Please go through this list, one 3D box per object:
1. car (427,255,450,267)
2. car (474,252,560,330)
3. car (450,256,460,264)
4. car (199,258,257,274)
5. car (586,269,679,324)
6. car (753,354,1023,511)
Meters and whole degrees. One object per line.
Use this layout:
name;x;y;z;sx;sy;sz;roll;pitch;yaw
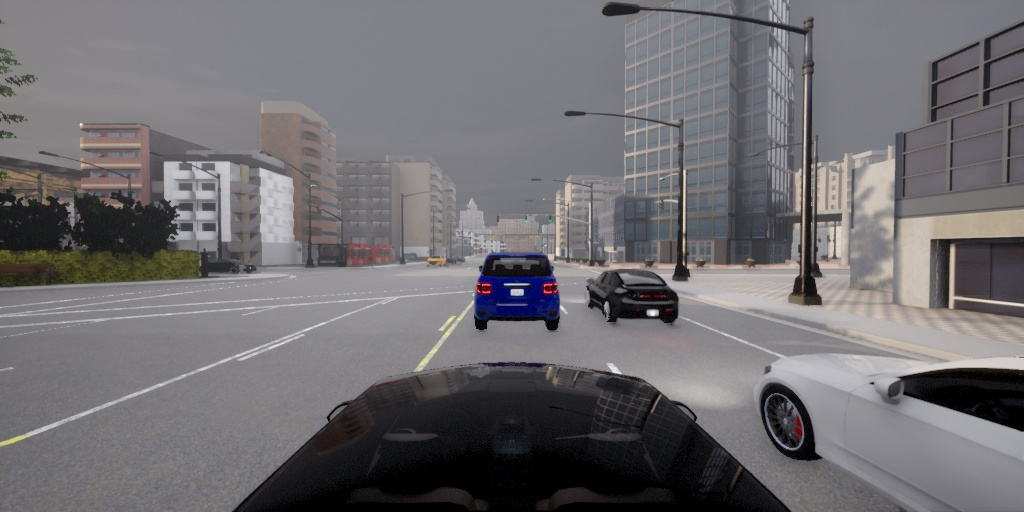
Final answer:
car;-10.342;0.629;49.429;1.882;1.535;5.008;0;0;1
car;0.136;0.885;10.873;2.150;2.045;5.566;0;1;0
car;-10.292;0.702;58.861;1.895;1.301;4.718;0;0;1
car;-25.493;0.905;32.235;4.181;1.385;1.994;0;1;1
car;3.651;1.161;11.619;1.837;1.490;4.892;0;1;1
car;3.600;1.274;2.031;1.812;1.442;4.674;0;0;0
